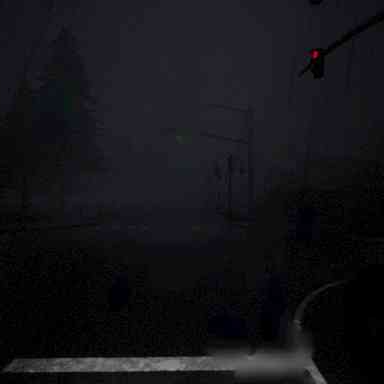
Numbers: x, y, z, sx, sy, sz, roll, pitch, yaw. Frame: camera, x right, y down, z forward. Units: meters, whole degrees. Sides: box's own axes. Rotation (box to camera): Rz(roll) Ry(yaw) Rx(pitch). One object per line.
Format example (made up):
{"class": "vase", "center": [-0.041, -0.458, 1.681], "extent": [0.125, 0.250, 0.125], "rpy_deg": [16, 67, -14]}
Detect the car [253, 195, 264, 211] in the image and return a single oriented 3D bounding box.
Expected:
{"class": "car", "center": [8.887, 1.148, 36.209], "extent": [4.605, 1.855, 1.932], "rpy_deg": [0, 0, -1]}

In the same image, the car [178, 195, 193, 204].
{"class": "car", "center": [-0.874, 1.524, 60.835], "extent": [2.033, 1.411, 5.357], "rpy_deg": [0, 0, -7]}

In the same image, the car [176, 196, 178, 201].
{"class": "car", "center": [-2.161, 1.334, 71.019], "extent": [1.812, 1.442, 4.674], "rpy_deg": [0, 0, -13]}
